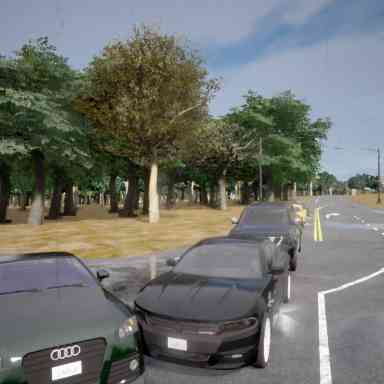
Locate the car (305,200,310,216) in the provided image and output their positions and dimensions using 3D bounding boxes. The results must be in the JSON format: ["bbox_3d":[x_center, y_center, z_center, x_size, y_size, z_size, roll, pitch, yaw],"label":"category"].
[{"bbox_3d":[9.263,1.722,29.587,1.812,1.442,4.674,-1,0,20],"label":"car"}]

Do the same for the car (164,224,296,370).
[{"bbox_3d":[0.730,1.613,6.276,1.882,1.535,5.008,-1,-2,21],"label":"car"}]

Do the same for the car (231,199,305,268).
[{"bbox_3d":[2.845,1.458,12.419,2.150,2.045,5.566,-2,0,20],"label":"car"}]

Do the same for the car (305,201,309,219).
[{"bbox_3d":[7.209,1.662,24.081,1.882,1.535,5.008,-1,0,20],"label":"car"}]

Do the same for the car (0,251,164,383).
[{"bbox_3d":[-2.315,1.643,4.976,1.994,1.385,4.181,1,-2,-33],"label":"car"}]

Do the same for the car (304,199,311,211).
[{"bbox_3d":[11.285,1.560,34.965,2.097,1.767,4.553,-1,0,21],"label":"car"}]

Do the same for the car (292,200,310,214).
[{"bbox_3d":[13.275,1.744,40.177,1.812,1.442,4.674,-1,0,21],"label":"car"}]
